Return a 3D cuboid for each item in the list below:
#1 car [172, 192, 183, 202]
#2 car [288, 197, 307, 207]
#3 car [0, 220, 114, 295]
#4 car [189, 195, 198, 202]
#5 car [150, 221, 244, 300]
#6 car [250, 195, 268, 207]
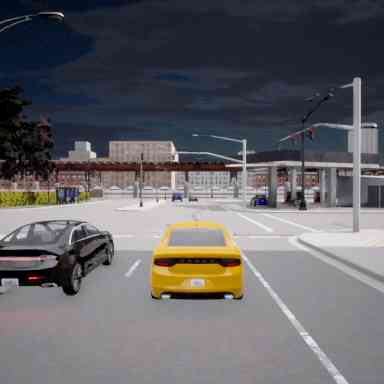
[{"bbox_3d":[-3.239,1.122,74.025,2.150,2.045,5.566,0,0,0],"label":"car"},{"bbox_3d":[15.630,1.426,49.447,1.970,1.475,3.806,0,0,1],"label":"car"},{"bbox_3d":[-3.387,1.474,8.667,2.128,1.511,4.902,0,0,0],"label":"car"},{"bbox_3d":[0.259,1.446,73.414,1.994,1.385,4.181,0,0,0],"label":"car"},{"bbox_3d":[0.112,1.468,8.446,1.882,1.535,5.008,0,0,0],"label":"car"},{"bbox_3d":[9.883,1.253,48.705,2.242,1.667,4.611,0,0,1],"label":"car"}]
